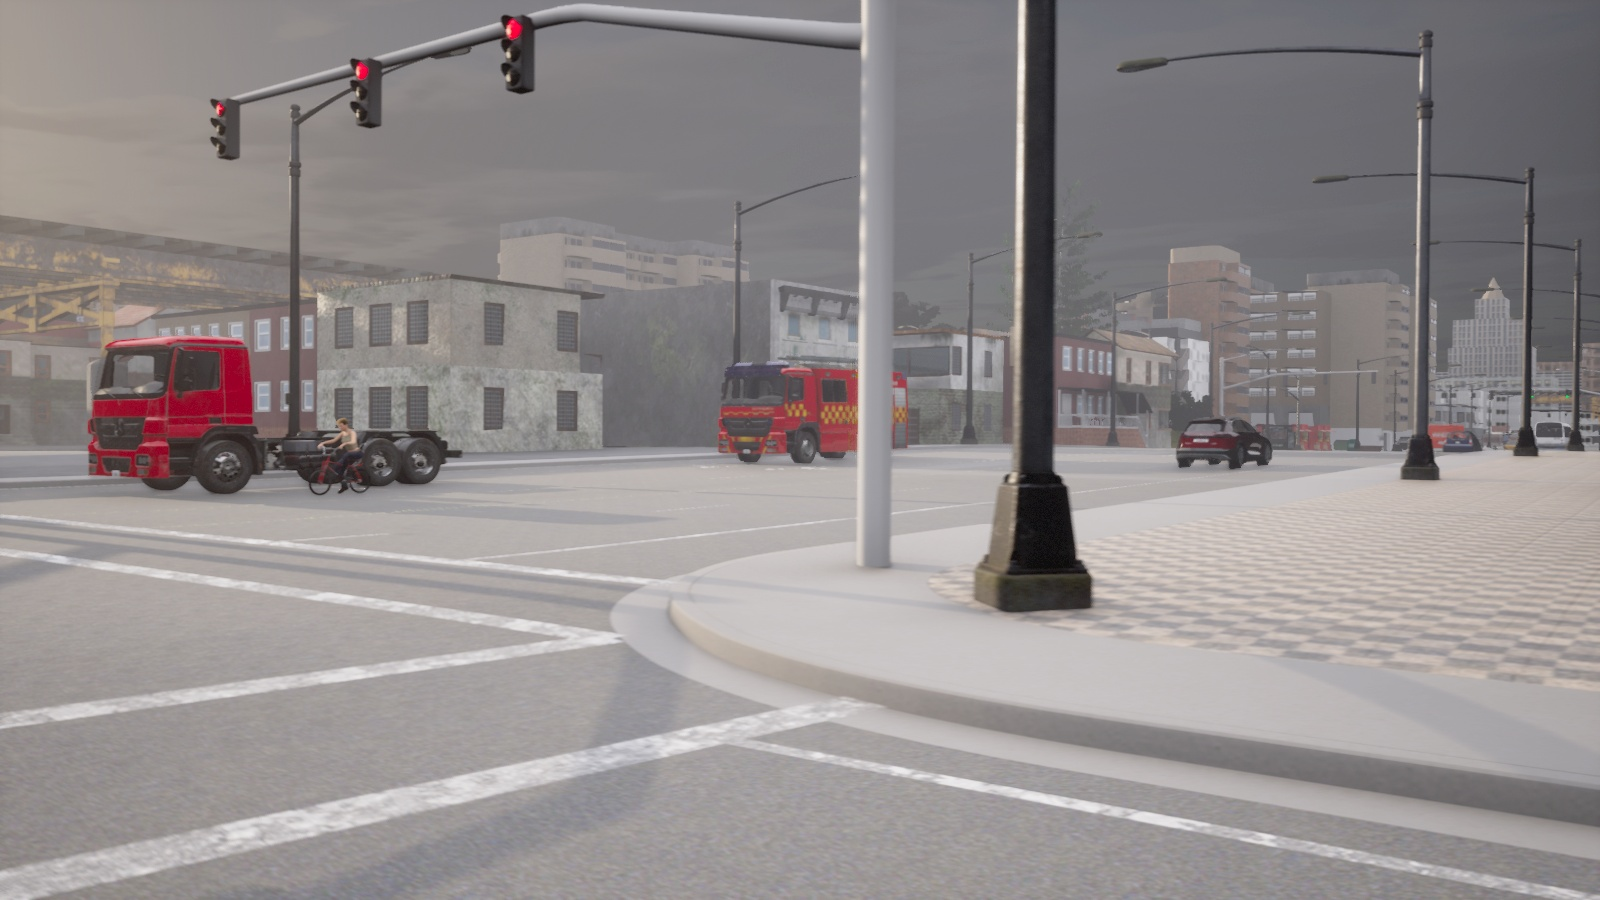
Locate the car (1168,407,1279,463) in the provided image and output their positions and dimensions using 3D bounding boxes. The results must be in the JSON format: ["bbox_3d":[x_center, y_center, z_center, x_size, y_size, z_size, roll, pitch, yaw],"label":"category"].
[{"bbox_3d":[13.740,-0.526,40.577,2.033,1.649,4.856,0,2,36],"label":"car"}]

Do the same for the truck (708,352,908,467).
[{"bbox_3d":[0.493,-1.498,46.168,2.891,3.827,8.468,0,2,36],"label":"truck"}]

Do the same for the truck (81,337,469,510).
[{"bbox_3d":[-11.846,-0.633,29.232,2.891,3.462,7.936,0,2,35],"label":"truck"}]

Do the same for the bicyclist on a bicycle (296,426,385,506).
[{"bbox_3d":[-9.647,0.308,26.408,0.866,1.612,1.509,0,2,35],"label":"bicyclist on a bicycle"}]

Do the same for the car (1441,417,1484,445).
[{"bbox_3d":[41.655,-1.182,78.914,1.851,1.617,3.988,0,-1,36],"label":"car"}]
